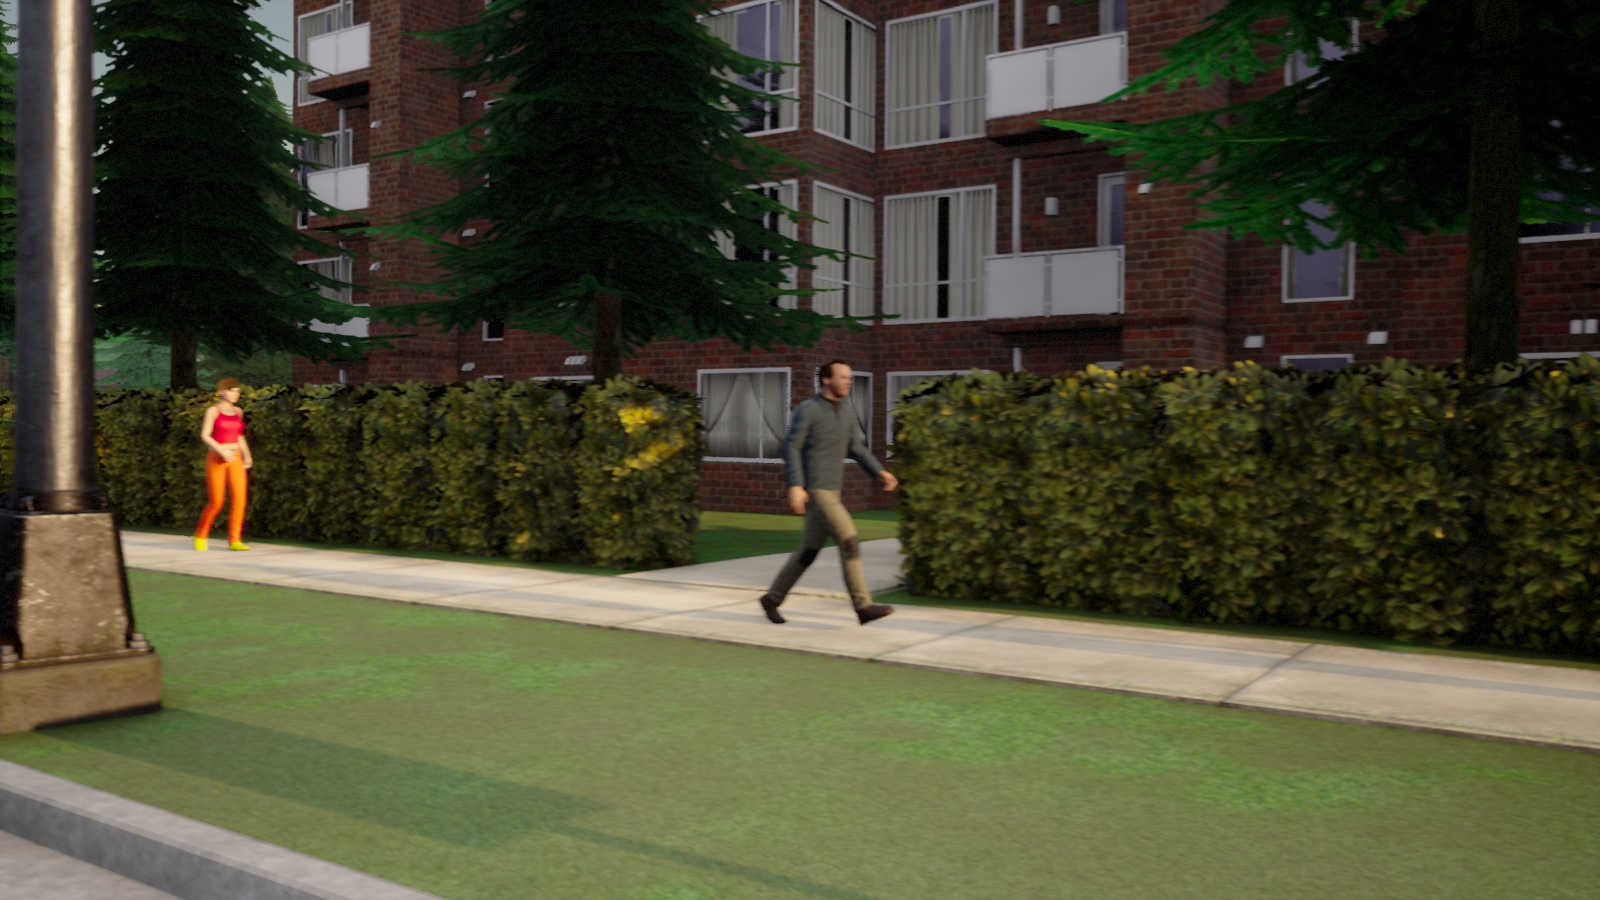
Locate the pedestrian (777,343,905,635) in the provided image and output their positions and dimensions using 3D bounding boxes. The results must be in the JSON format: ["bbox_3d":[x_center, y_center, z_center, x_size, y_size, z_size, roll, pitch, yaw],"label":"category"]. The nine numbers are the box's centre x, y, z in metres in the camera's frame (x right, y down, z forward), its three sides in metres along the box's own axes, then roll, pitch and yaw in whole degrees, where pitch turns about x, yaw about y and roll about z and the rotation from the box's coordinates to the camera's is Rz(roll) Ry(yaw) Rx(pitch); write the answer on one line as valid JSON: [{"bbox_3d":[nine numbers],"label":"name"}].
[{"bbox_3d":[0.271,0.245,8.273,0.726,1.842,0.402,0,1,32],"label":"pedestrian"}]

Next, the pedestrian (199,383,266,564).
[{"bbox_3d":[-5.892,0.236,13.033,0.594,1.836,0.345,0,1,34],"label":"pedestrian"}]
